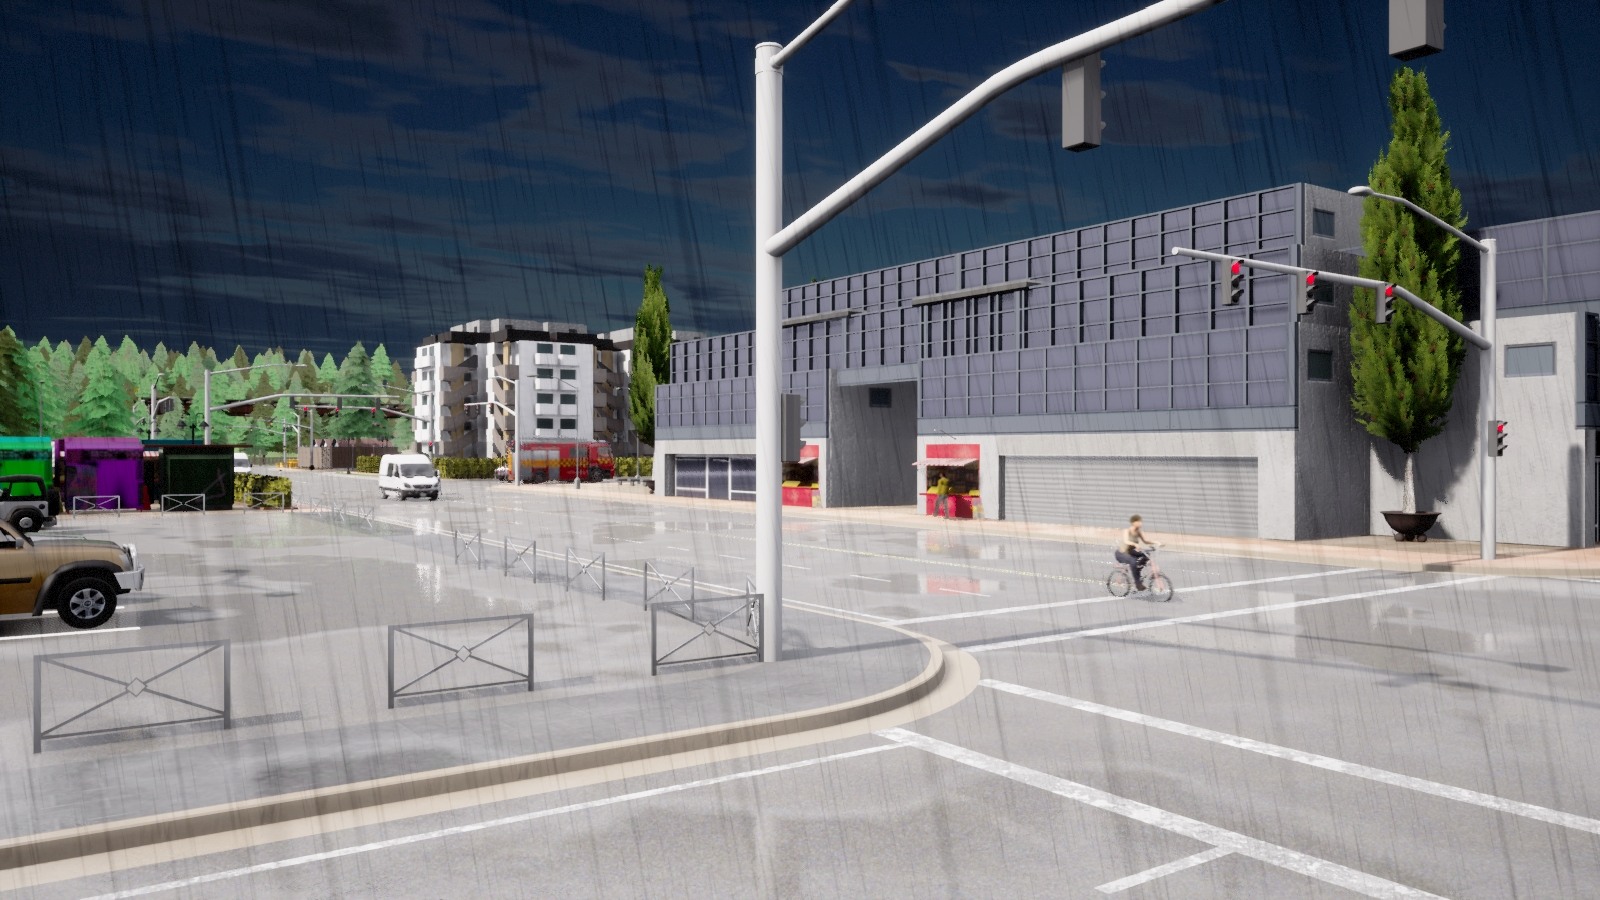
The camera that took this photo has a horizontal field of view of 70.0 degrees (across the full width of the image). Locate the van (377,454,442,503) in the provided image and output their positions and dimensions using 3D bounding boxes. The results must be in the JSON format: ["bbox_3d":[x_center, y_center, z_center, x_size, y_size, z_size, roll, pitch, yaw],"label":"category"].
[{"bbox_3d":[-21.714,1.534,63.417,1.988,2.561,5.915,0,0,-33],"label":"van"}]

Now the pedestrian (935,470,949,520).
[{"bbox_3d":[5.361,1.696,43.135,0.375,1.860,0.375,0,0,-28],"label":"pedestrian"}]
